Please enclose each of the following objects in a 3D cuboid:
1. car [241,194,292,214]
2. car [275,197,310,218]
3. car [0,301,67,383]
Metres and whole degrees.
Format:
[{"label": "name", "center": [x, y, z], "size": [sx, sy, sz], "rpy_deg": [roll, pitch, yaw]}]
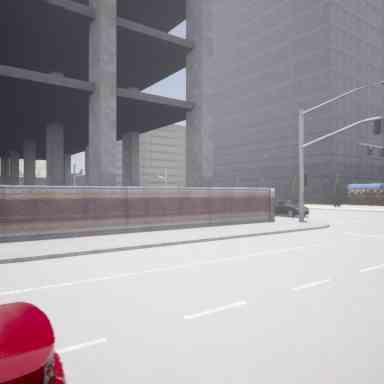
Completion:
[{"label": "car", "center": [8.195, 1.221, 37.309], "size": [2.150, 2.045, 5.566], "rpy_deg": [0, 0, -36]}, {"label": "car", "center": [8.522, 1.504, 30.851], "size": [1.837, 1.490, 4.892], "rpy_deg": [0, 0, -35]}, {"label": "car", "center": [-3.291, 1.478, 1.649], "size": [5.008, 1.535, 1.882], "rpy_deg": [0, 0, -35]}]
